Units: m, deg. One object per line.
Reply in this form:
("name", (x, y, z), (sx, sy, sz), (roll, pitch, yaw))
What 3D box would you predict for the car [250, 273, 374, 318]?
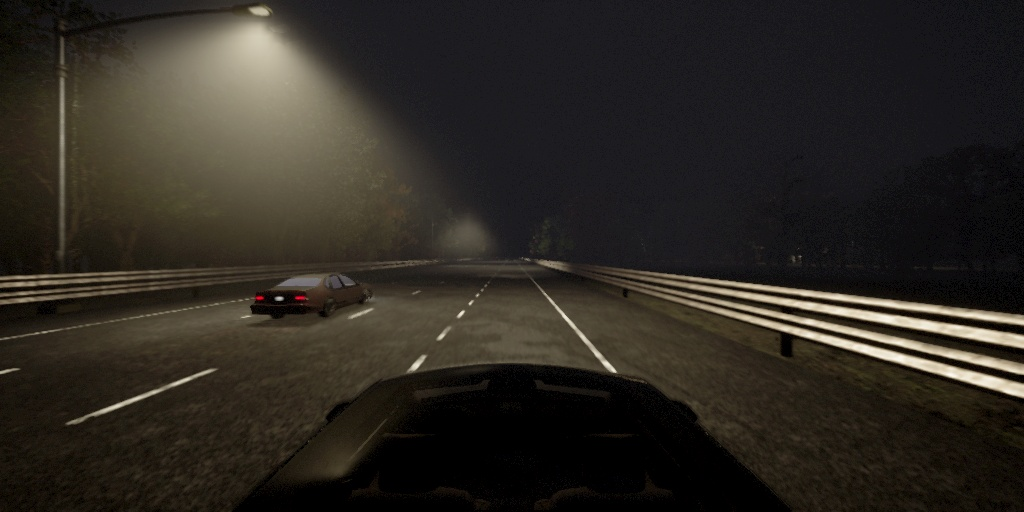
("car", (-6.865, 1.306, 13.042), (2.033, 1.411, 5.357), (0, 0, -1))
